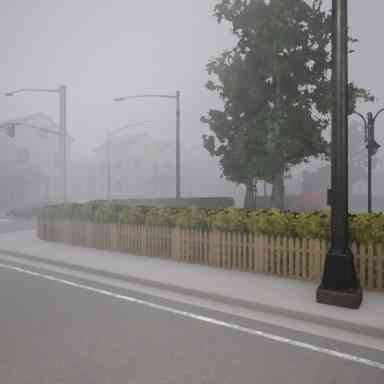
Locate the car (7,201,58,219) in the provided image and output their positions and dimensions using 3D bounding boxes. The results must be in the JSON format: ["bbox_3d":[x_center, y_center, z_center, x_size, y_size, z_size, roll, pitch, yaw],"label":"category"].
[{"bbox_3d":[-13.288,1.547,29.468,2.033,1.411,5.357,0,0,35],"label":"car"}]

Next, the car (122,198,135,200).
[{"bbox_3d":[-7.284,1.491,38.109,2.128,1.511,4.902,0,0,35],"label":"car"}]

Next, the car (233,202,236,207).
[{"bbox_3d":[4.875,1.564,49.126,1.994,1.385,4.181,0,0,35],"label":"car"}]
